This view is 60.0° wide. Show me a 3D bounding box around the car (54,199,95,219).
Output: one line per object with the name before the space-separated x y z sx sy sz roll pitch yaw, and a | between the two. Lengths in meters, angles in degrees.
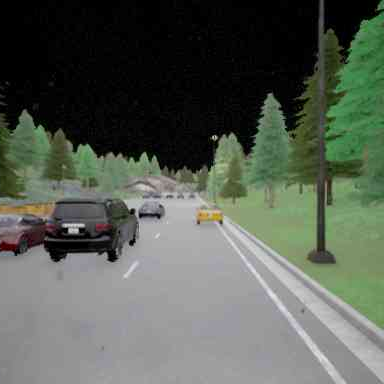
car | -10.430 1.442 29.889 1.882 1.535 5.008 0 0 0

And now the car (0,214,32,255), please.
car | -6.932 1.547 13.256 1.994 1.385 4.181 0 0 0

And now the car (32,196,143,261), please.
car | -3.437 1.208 12.375 2.150 2.045 5.566 0 0 0

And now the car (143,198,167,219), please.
car | -3.436 1.529 28.875 1.994 1.385 4.181 0 0 0

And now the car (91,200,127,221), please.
car | -6.937 1.472 28.431 1.837 1.490 4.892 0 1 0

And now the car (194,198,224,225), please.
car | 1.221 1.426 23.914 1.801 1.575 5.366 0 0 0
